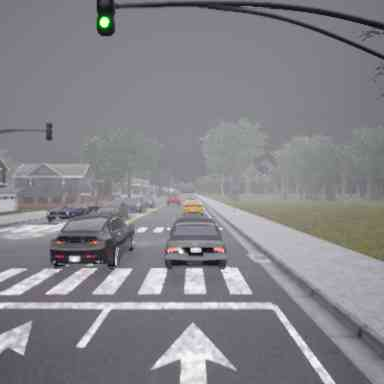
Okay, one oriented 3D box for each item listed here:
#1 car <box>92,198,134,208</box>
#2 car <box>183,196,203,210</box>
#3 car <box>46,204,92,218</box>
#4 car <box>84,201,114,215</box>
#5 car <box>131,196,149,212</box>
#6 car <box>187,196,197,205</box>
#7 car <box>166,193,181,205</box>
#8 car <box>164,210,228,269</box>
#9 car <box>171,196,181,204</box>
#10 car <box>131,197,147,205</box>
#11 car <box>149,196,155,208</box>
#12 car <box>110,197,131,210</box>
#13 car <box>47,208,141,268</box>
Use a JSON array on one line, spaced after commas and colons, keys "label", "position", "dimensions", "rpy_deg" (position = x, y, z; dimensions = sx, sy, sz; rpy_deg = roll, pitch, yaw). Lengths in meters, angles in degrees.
[{"label": "car", "position": [-6.560, 1.538, 28.109], "dimensions": [1.837, 1.490, 4.892], "rpy_deg": [0, 0, 2]}, {"label": "car", "position": [0.103, 1.514, 33.818], "dimensions": [1.882, 1.535, 5.008], "rpy_deg": [0, 0, 0]}, {"label": "car", "position": [-9.846, 1.633, 26.591], "dimensions": [1.895, 1.301, 4.718], "rpy_deg": [0, 0, 0]}, {"label": "car", "position": [-9.847, 1.639, 35.760], "dimensions": [1.895, 1.301, 4.718], "rpy_deg": [0, 0, 0]}, {"label": "car", "position": [-6.584, 1.391, 37.969], "dimensions": [2.097, 1.767, 4.553], "rpy_deg": [0, 0, 0]}, {"label": "car", "position": [0.020, 1.560, 59.929], "dimensions": [1.837, 1.490, 4.892], "rpy_deg": [0, 1, 0]}, {"label": "car", "position": [-3.246, 1.273, 58.177], "dimensions": [2.150, 2.045, 5.566], "rpy_deg": [0, 0, 0]}, {"label": "car", "position": [0.100, 1.564, 11.168], "dimensions": [2.033, 1.411, 5.357], "rpy_deg": [0, 0, 0]}, {"label": "car", "position": [-3.245, 1.519, 68.568], "dimensions": [1.882, 1.535, 5.008], "rpy_deg": [0, 0, 0]}, {"label": "car", "position": [-9.752, 1.602, 61.637], "dimensions": [2.033, 1.411, 5.357], "rpy_deg": [0, 0, 0]}, {"label": "car", "position": [-6.535, 1.397, 47.906], "dimensions": [2.097, 1.767, 4.553], "rpy_deg": [0, 0, 1]}, {"label": "car", "position": [-9.794, 1.549, 46.018], "dimensions": [1.837, 1.490, 4.892], "rpy_deg": [0, 0, 1]}, {"label": "car", "position": [-3.148, 1.523, 11.334], "dimensions": [1.837, 1.490, 4.892], "rpy_deg": [0, 0, 0]}]
